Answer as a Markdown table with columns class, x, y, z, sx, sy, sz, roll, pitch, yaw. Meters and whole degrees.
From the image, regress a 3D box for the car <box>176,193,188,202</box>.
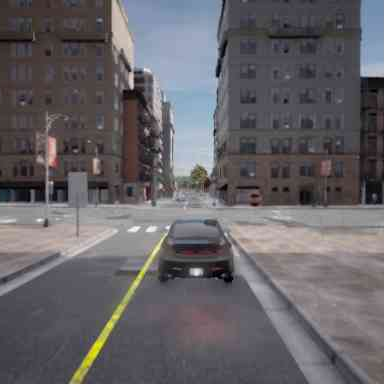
| class | x | y | z | sx | sy | sz | roll | pitch | yaw |
| --- | --- | --- | --- | --- | --- | --- | --- | --- | --- |
| car | -2.425 | 1.454 | 70.703 | 1.812 | 1.442 | 4.674 | 0 | 0 | 0 |

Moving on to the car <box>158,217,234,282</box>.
| class | x | y | z | sx | sy | sz | roll | pitch | yaw |
| --- | --- | --- | --- | --- | --- | --- | --- | --- | --- |
| car | 0.098 | 1.501 | 9.687 | 1.837 | 1.490 | 4.892 | 0 | 0 | 0 |
